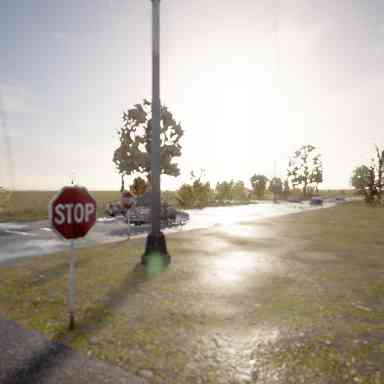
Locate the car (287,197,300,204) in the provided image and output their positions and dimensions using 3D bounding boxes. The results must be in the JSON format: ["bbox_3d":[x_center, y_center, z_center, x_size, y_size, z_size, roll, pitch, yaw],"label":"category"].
[{"bbox_3d":[21.975,1.781,71.931,1.994,1.385,4.181,0,0,34],"label":"car"}]

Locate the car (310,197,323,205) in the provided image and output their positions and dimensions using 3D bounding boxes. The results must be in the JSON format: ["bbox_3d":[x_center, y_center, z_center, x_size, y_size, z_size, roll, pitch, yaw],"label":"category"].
[{"bbox_3d":[24.426,1.705,65.093,1.882,1.535,5.008,0,0,27],"label":"car"}]

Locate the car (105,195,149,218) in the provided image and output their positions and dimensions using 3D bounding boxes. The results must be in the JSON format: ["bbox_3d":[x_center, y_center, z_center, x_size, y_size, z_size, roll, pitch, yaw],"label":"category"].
[{"bbox_3d":[-5.491,1.360,31.138,2.150,2.045,5.566,0,0,34],"label":"car"}]

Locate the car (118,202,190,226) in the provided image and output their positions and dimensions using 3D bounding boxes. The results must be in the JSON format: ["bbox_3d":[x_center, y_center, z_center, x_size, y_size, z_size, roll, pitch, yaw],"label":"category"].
[{"bbox_3d":[-2.314,1.639,23.316,2.033,1.411,5.357,0,0,34],"label":"car"}]
